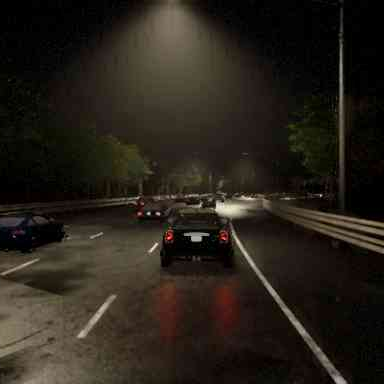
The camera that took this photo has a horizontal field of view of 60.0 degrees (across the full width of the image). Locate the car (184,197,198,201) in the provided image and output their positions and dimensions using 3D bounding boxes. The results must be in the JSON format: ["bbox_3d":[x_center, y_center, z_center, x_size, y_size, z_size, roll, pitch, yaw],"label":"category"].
[{"bbox_3d":[0.318,1.551,56.838,1.994,1.385,4.181,0,0,8],"label":"car"}]

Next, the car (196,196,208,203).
[{"bbox_3d":[2.164,1.503,70.285,1.994,1.385,4.181,0,0,9],"label":"car"}]

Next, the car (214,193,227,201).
[{"bbox_3d":[5.657,1.182,69.995,2.150,2.045,5.566,0,0,9],"label":"car"}]

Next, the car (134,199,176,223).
[{"bbox_3d":[-2.774,1.546,25.261,2.033,1.411,5.357,0,0,4],"label":"car"}]

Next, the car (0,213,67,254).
[{"bbox_3d":[-6.718,1.553,13.487,1.994,1.385,4.181,0,0,2],"label":"car"}]

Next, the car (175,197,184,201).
[{"bbox_3d":[-2.096,1.552,65.991,1.895,1.301,4.718,0,0,9],"label":"car"}]

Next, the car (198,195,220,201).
[{"bbox_3d":[2.331,1.555,44.706,2.033,1.411,5.357,0,0,6],"label":"car"}]

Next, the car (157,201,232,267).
[{"bbox_3d":[0.186,1.354,11.650,2.097,1.767,4.553,0,0,2],"label":"car"}]

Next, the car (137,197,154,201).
[{"bbox_3d":[-5.189,1.343,38.661,2.097,1.767,4.553,0,0,5],"label":"car"}]
